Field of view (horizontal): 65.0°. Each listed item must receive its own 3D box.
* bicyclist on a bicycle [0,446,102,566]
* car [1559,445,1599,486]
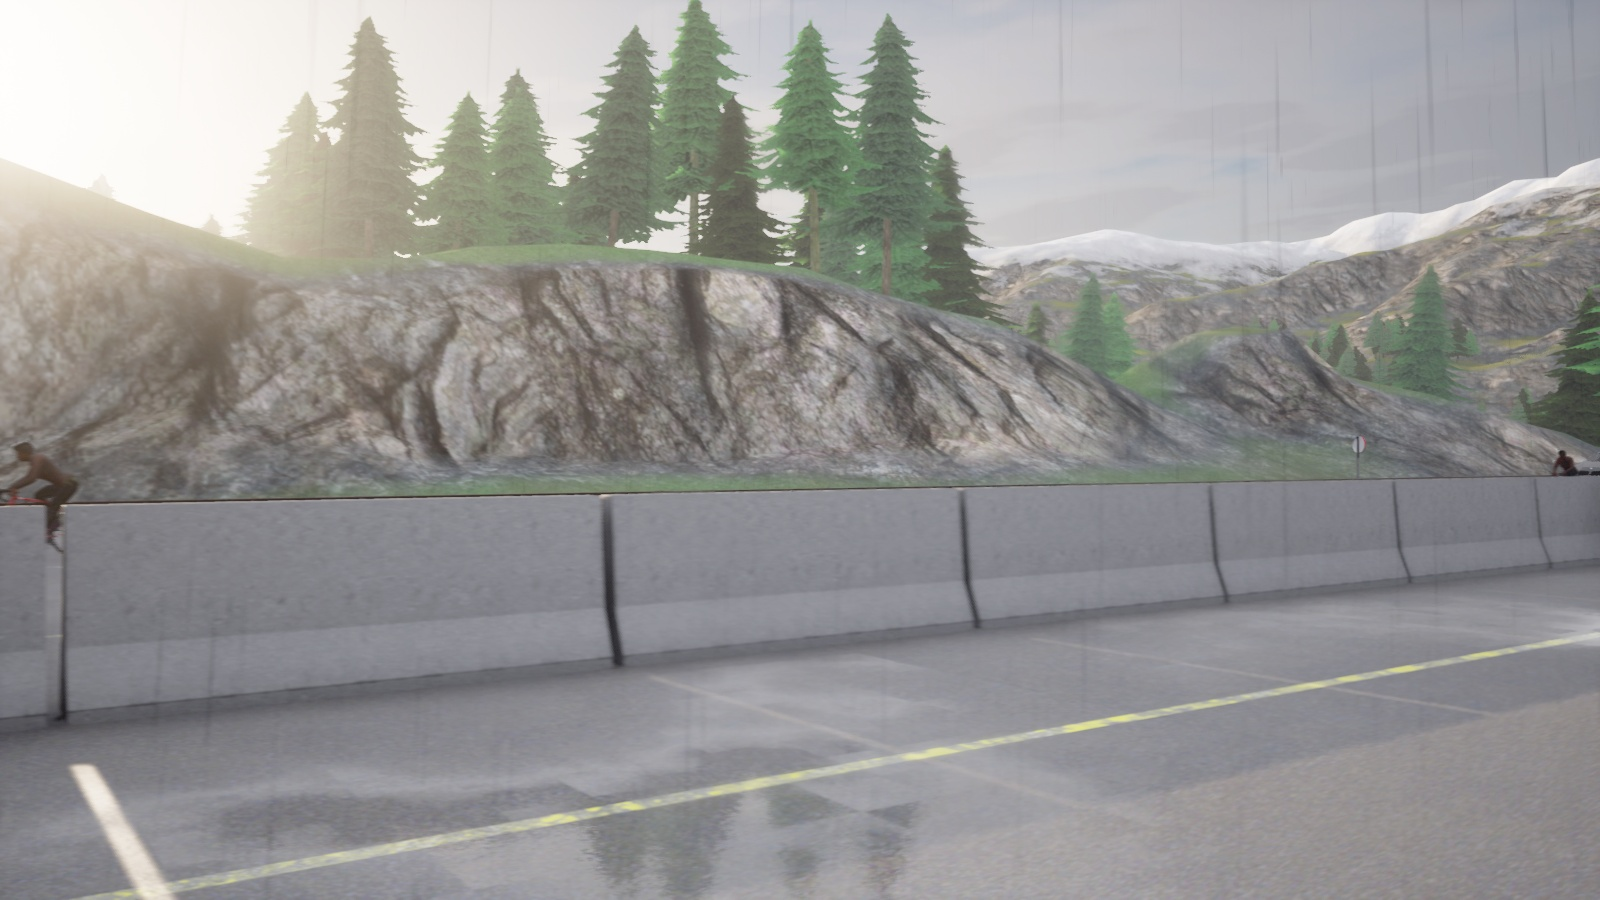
[{"bbox_3d":[-10.722,0.763,17.518,1.656,1.620,0.582,0,0,-35],"label":"bicyclist on a bicycle"},{"bbox_3d":[34.500,0.647,53.259,4.611,1.667,2.242,0,0,-35],"label":"car"}]
